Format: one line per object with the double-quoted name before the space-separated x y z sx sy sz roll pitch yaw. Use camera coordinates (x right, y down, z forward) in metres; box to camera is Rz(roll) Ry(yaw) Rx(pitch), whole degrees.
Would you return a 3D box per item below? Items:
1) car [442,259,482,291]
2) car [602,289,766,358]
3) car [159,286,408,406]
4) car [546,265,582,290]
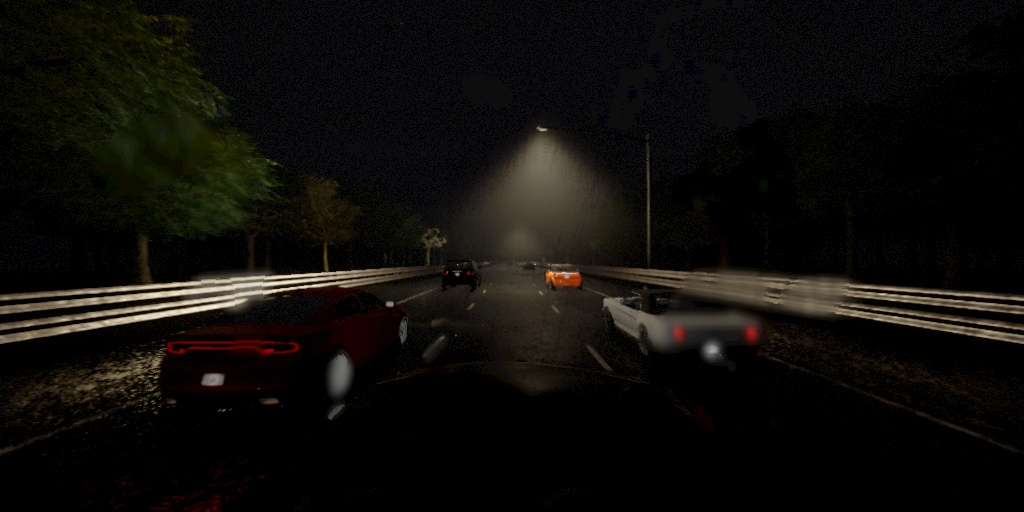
"car" -3.398 1.254 24.928 2.150 2.045 5.566 0 -1 0
"car" 3.599 1.434 8.656 1.895 1.301 4.718 0 -1 0
"car" -3.400 1.286 6.564 1.882 1.535 5.008 0 -1 0
"car" 3.601 1.392 25.603 2.097 1.767 4.553 0 -1 0
